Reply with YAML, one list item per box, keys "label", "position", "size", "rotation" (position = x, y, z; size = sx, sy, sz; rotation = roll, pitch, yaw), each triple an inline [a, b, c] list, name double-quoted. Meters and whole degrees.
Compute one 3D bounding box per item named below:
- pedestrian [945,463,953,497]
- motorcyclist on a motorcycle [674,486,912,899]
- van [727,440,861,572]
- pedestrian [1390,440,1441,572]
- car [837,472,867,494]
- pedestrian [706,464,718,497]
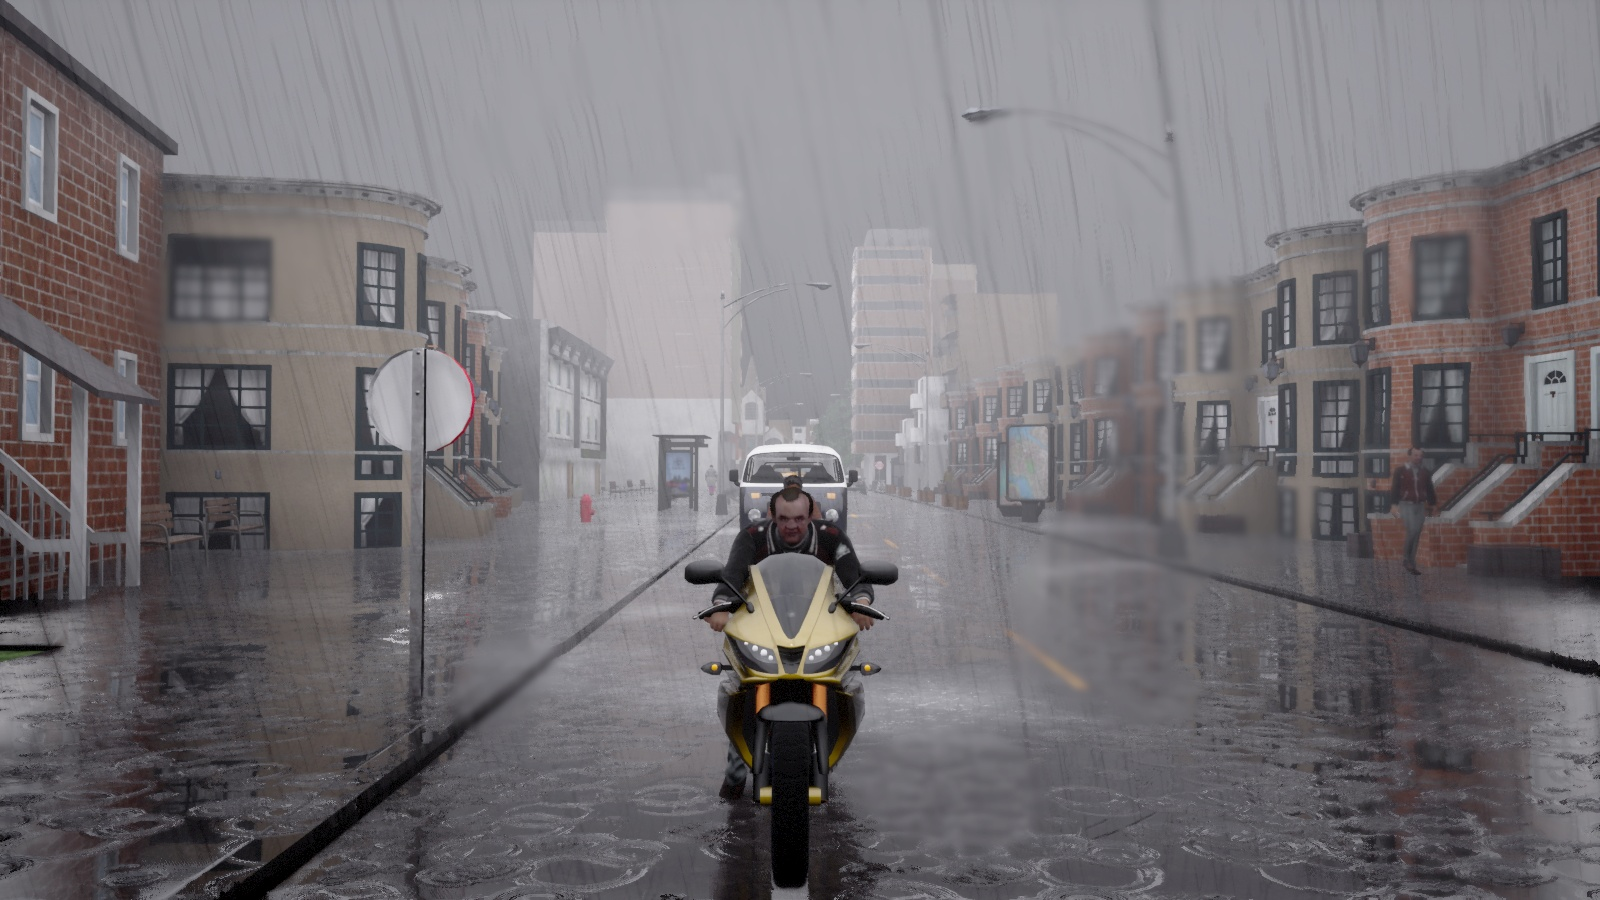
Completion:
- label: "pedestrian"
  position: [8.219, 1.652, 69.279]
  size: [0.431, 1.840, 0.709]
  rotation: [0, -1, 3]
- label: "motorcyclist on a motorcycle"
  position: [-0.032, 0.945, 5.682]
  size: [0.866, 1.530, 2.191]
  rotation: [0, -1, 0]
- label: "van"
  position: [-0.106, 0.902, 21.712]
  size: [2.069, 2.038, 4.480]
  rotation: [0, -1, 0]
- label: "pedestrian"
  position: [8.799, 0.790, 17.965]
  size: [0.376, 1.854, 0.720]
  rotation: [0, -1, 3]
- label: "car"
  position: [3.576, 2.276, 86.589]
  size: [1.812, 1.442, 4.674]
  rotation: [0, -1, 0]
- label: "pedestrian"
  position: [-5.237, 1.795, 74.596]
  size: [0.659, 1.952, 0.873]
  rotation: [0, -1, -1]
